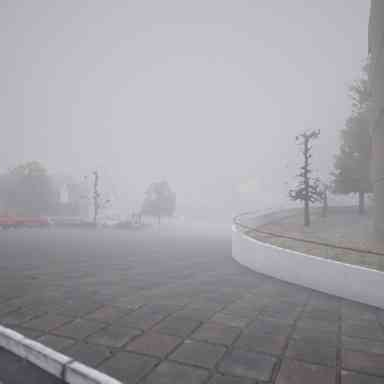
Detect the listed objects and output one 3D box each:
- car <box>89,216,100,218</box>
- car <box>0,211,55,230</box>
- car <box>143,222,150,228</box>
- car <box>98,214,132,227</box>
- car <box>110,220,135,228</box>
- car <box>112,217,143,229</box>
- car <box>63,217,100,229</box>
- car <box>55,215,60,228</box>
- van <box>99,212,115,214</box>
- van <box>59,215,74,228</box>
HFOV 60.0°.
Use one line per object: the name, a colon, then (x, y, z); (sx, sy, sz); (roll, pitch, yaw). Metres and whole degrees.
car: (-19.271, 5.420, 57.865); (4.892, 1.521, 2.231); (0, -5, 5)
car: (-18.694, 3.273, 37.219); (2.150, 2.045, 5.566); (-1, -6, 24)
car: (-10.178, 6.447, 65.258); (1.895, 1.301, 4.718); (-1, -6, 25)
car: (-15.531, 6.014, 66.091); (5.566, 2.045, 2.435); (0, -5, 5)
car: (-14.257, 6.586, 68.800); (4.674, 1.452, 2.002); (0, -5, 5)
car: (-10.684, 5.425, 55.194); (1.812, 1.442, 4.674); (-1, -6, 24)
car: (-16.836, 4.942, 50.753); (1.895, 1.301, 4.718); (-1, -6, 24)
car: (-23.236, 4.569, 49.674); (5.366, 1.575, 1.946); (0, -5, 5)
van: (-23.454, 7.323, 92.576); (1.878, 1.987, 4.442); (0, 1, 10)
van: (-21.673, 4.631, 52.412); (4.442, 1.987, 1.878); (0, -6, 5)
